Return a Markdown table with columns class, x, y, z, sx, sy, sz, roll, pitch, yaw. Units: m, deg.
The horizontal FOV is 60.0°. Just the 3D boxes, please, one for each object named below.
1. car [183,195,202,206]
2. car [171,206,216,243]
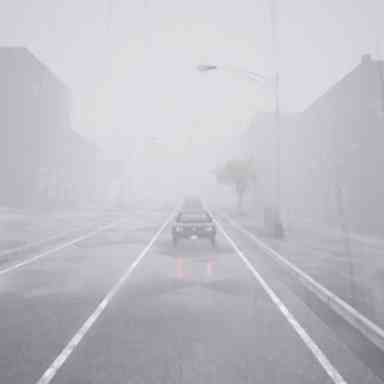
| class | x | y | z | sx | sy | sz | roll | pitch | yaw |
| --- | --- | --- | --- | --- | --- | --- | --- | --- | --- |
| car | 0.040 | 1.114 | 37.207 | 2.097 | 1.767 | 4.553 | 0 | 1 | 0 |
| car | 0.077 | 1.557 | 15.898 | 1.895 | 1.301 | 4.718 | 0 | 0 | 0 |
